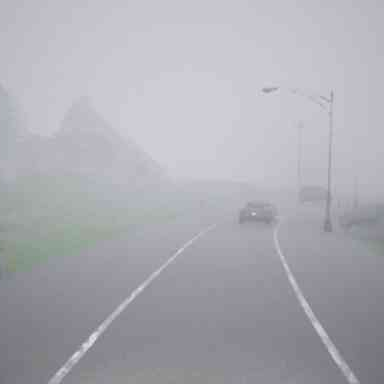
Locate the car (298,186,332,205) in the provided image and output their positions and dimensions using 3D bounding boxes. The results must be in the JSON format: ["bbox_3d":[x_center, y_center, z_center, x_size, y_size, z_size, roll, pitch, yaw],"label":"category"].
[{"bbox_3d":[14.333,0.336,38.595,2.150,2.045,5.566,3,4,41],"label":"car"}]

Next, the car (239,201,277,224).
[{"bbox_3d":[4.436,1.253,22.066,1.994,1.385,4.181,2,2,20],"label":"car"}]
